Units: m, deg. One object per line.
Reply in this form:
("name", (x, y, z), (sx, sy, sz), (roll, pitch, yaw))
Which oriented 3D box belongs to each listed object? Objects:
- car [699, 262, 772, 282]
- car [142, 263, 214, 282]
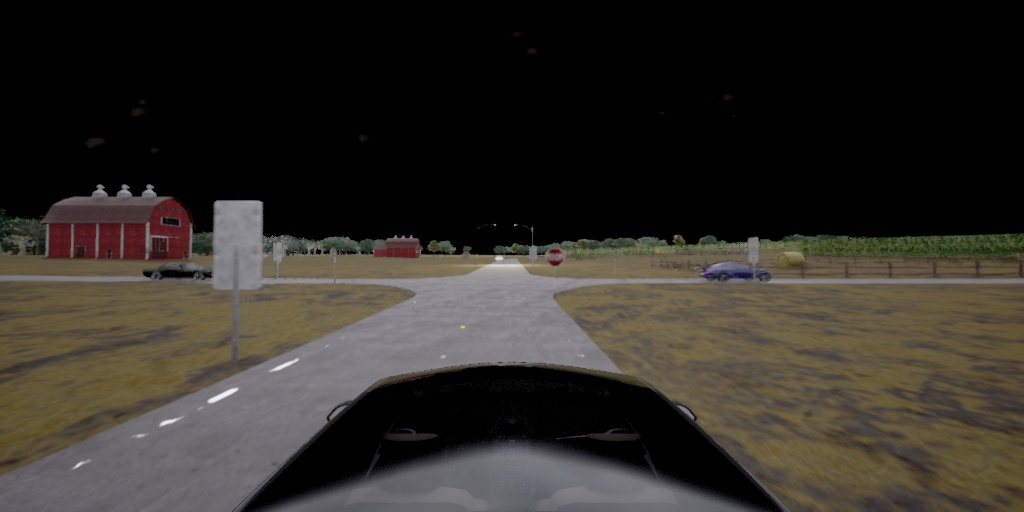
("car", (15.780, 1.114, 25.443), (4.674, 1.442, 1.812), (0, -1, 0))
("car", (-22.981, 1.122, 25.418), (4.718, 1.301, 1.895), (1, -1, 0))
